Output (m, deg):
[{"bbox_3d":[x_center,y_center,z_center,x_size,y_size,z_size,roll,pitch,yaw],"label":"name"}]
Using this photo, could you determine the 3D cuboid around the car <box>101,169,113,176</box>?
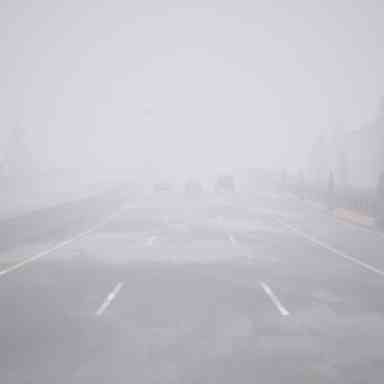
[{"bbox_3d":[-17.171,-4.075,67.746,1.895,1.301,4.718,0,7,0],"label":"car"}]

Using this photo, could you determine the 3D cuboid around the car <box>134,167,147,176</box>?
[{"bbox_3d":[-10.184,-4.100,65.886,2.097,1.767,4.553,0,6,0],"label":"car"}]

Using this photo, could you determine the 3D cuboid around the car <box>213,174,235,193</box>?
[{"bbox_3d":[3.662,-1.079,38.358,2.150,2.045,5.566,0,7,1],"label":"car"}]

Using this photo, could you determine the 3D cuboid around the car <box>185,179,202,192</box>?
[{"bbox_3d":[0.180,-0.842,39.310,1.994,1.385,4.181,0,7,1],"label":"car"}]

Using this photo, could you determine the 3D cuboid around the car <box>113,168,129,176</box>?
[{"bbox_3d":[-13.684,-3.974,65.878,1.882,1.535,5.008,0,7,0],"label":"car"}]

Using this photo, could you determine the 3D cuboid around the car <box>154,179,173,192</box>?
[{"bbox_3d":[-3.319,-0.843,39.344,1.994,1.385,4.181,0,7,1],"label":"car"}]
